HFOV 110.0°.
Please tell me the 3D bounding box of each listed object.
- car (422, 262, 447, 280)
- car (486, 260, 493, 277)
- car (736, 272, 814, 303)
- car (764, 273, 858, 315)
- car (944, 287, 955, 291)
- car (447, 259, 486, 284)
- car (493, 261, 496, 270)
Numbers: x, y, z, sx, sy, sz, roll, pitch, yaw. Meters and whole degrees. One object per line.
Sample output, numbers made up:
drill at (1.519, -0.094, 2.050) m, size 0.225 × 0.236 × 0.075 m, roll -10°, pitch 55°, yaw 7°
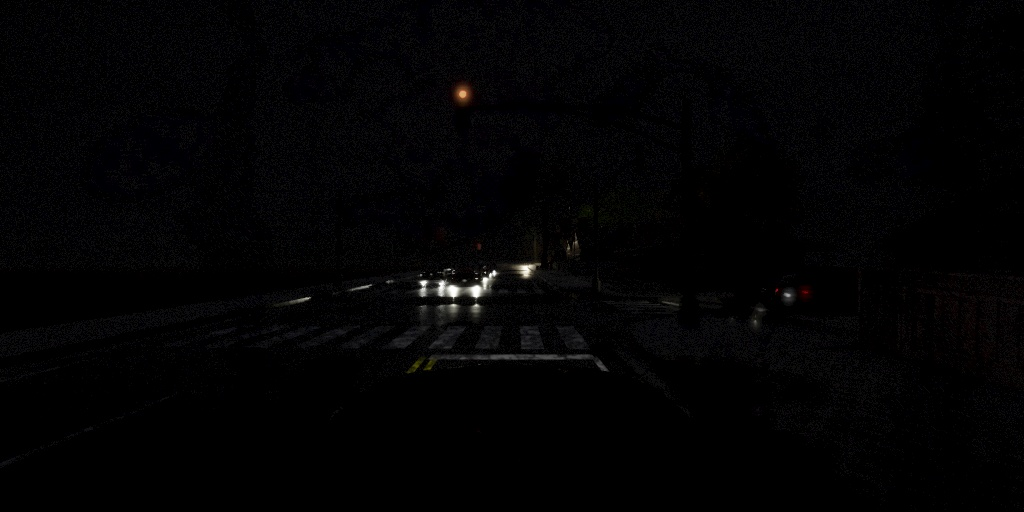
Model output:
car at (-6.595, 1.260, 31.686) m, size 1.837 × 1.490 × 4.892 m, roll 0°, pitch 0°, yaw 0°
car at (-3.343, 1.108, 35.676) m, size 2.097 × 1.767 × 4.553 m, roll 0°, pitch 0°, yaw 0°
car at (13.066, 1.508, 16.544) m, size 5.008 × 1.535 × 1.882 m, roll 1°, pitch -2°, yaw -2°
car at (12.479, 1.498, 13.669) m, size 4.181 × 1.385 × 1.994 m, roll 1°, pitch -2°, yaw -2°
car at (22.953, 1.739, 16.912) m, size 5.357 × 1.411 × 2.033 m, roll 1°, pitch -2°, yaw -3°
car at (-3.305, 1.109, 26.847) m, size 2.097 × 1.767 × 4.553 m, roll 0°, pitch 0°, yaw -1°
car at (-3.334, 1.282, 44.635) m, size 1.812 × 1.442 × 4.674 m, roll 0°, pitch 0°, yaw 0°
